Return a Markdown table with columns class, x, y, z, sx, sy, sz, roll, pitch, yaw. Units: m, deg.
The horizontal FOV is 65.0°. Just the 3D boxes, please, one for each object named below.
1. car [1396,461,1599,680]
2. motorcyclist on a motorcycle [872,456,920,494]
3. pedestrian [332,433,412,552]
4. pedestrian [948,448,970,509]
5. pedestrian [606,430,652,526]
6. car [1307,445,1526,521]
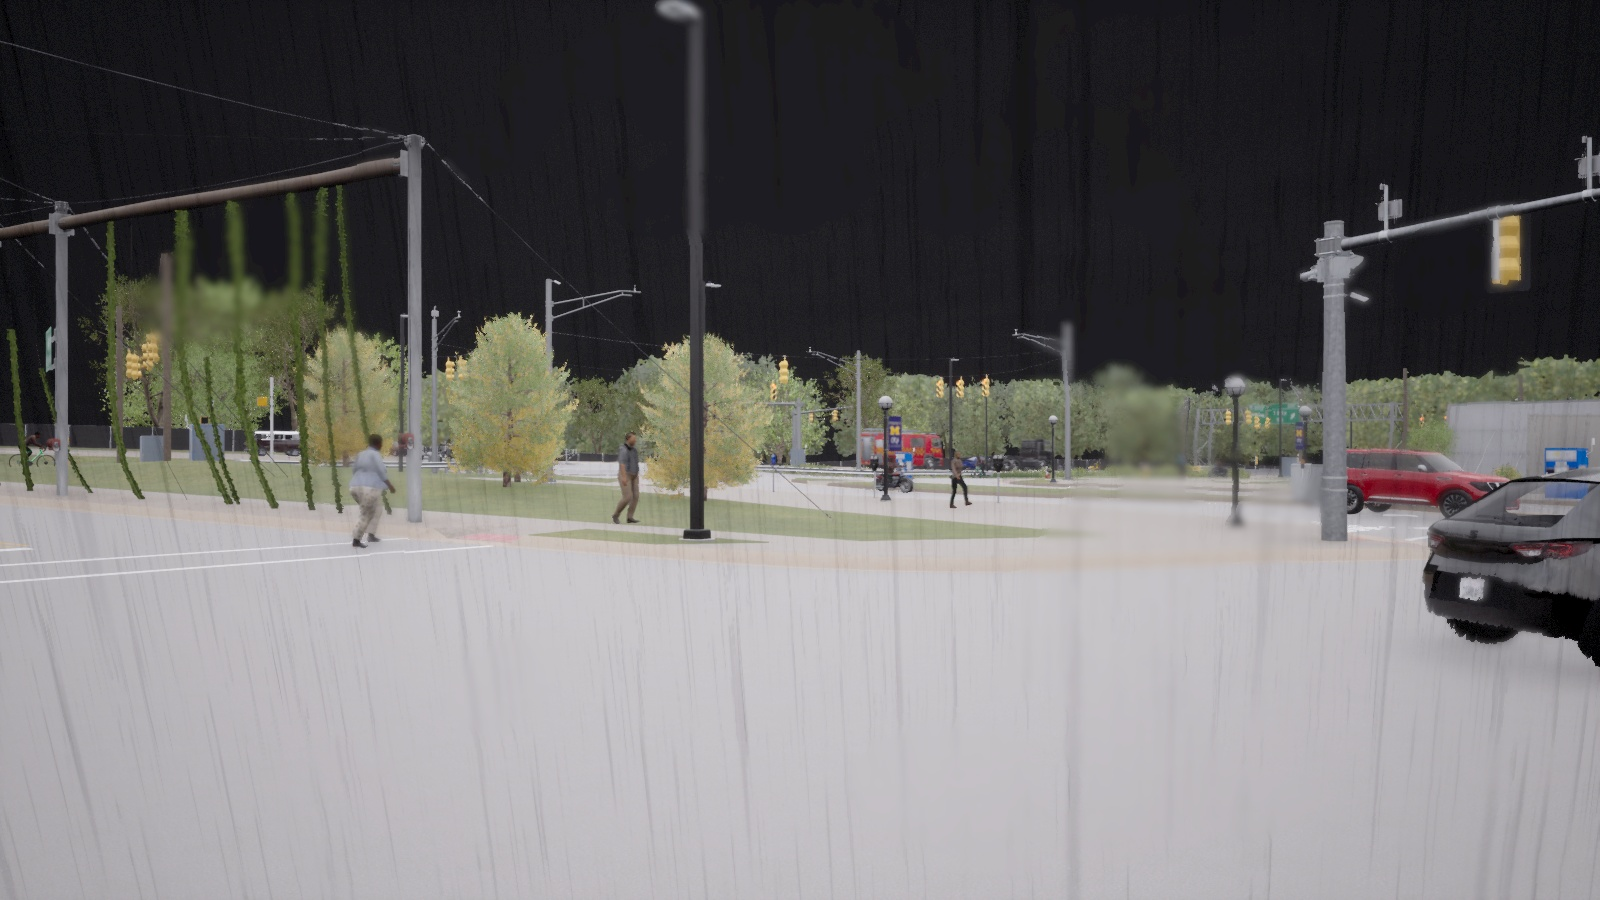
| class | x | y | z | sx | sy | sz | roll | pitch | yaw |
| --- | --- | --- | --- | --- | --- | --- | --- | --- | --- |
| car | 7.125 | 0.819 | 9.727 | 4.193 | 1.474 | 1.816 | -1 | -1 | -7 |
| motorcyclist on a motorcycle | 4.308 | 1.115 | 56.721 | 0.766 | 1.649 | 2.350 | 1 | 1 | -37 |
| pedestrian | -6.893 | 0.670 | 20.240 | 0.874 | 1.855 | 0.900 | 0 | 0 | 42 |
| pedestrian | 4.897 | 0.862 | 38.596 | 0.331 | 1.846 | 0.634 | 0 | 0 | -34 |
| pedestrian | -3.370 | 0.545 | 24.775 | 0.694 | 1.848 | 0.540 | 0 | 0 | 29 |
| car | 18.649 | 0.938 | 38.240 | 2.150 | 2.045 | 5.566 | 0 | 1 | -38 |
